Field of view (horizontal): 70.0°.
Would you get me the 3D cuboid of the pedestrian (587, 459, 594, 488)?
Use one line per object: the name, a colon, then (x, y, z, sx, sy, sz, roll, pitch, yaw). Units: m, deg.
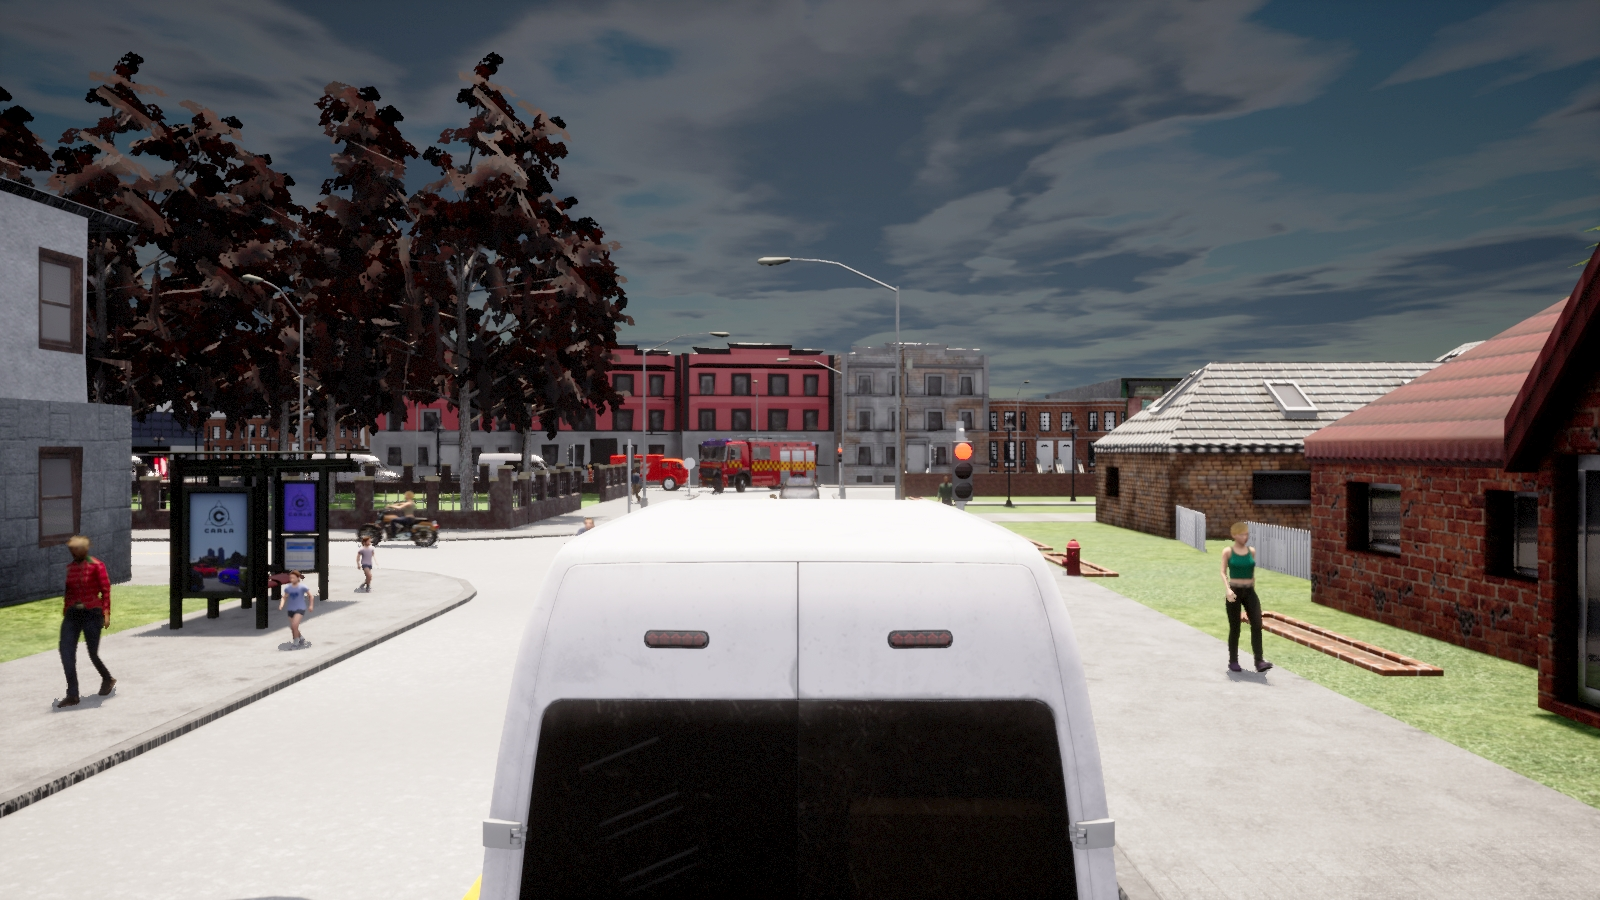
pedestrian: (-13.448, 1.523, 73.242, 0.375, 1.860, 0.375, 0, 0, 2)

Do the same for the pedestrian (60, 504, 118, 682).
pedestrian: (-7.612, 1.517, 12.237, 0.375, 1.860, 0.375, 0, 0, 4)

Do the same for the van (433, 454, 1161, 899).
van: (-0.009, 1.315, 6.082, 1.988, 2.561, 5.915, 0, 0, 0)

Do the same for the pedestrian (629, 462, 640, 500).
pedestrian: (-8.235, 1.526, 56.924, 0.375, 1.860, 0.375, 0, 0, 25)

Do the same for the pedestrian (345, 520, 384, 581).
pedestrian: (-8.274, 1.896, 21.717, 0.500, 1.100, 0.500, 0, 0, 32)

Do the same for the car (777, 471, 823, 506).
car: (-0.020, 1.827, 55.188, 2.128, 1.511, 4.902, 0, 0, 0)

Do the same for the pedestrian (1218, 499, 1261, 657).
pedestrian: (5.282, 1.524, 13.738, 0.375, 1.860, 0.375, 0, 0, -2)

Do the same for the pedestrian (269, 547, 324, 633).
pedestrian: (-6.861, 1.897, 15.583, 0.500, 1.100, 0.500, 0, 0, 6)

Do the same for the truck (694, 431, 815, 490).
truck: (-3.017, 0.670, 78.008, 8.468, 3.827, 2.891, 0, 0, -43)

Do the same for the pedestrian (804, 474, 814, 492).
pedestrian: (0.528, 2.008, 70.019, 0.500, 1.100, 0.500, 0, 0, 17)

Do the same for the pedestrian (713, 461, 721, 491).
pedestrian: (-5.161, 1.628, 70.911, 0.375, 1.860, 0.375, 0, 0, 37)

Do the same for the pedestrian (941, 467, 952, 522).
pedestrian: (5.024, 1.523, 39.139, 0.375, 1.860, 0.375, 0, 0, 9)
